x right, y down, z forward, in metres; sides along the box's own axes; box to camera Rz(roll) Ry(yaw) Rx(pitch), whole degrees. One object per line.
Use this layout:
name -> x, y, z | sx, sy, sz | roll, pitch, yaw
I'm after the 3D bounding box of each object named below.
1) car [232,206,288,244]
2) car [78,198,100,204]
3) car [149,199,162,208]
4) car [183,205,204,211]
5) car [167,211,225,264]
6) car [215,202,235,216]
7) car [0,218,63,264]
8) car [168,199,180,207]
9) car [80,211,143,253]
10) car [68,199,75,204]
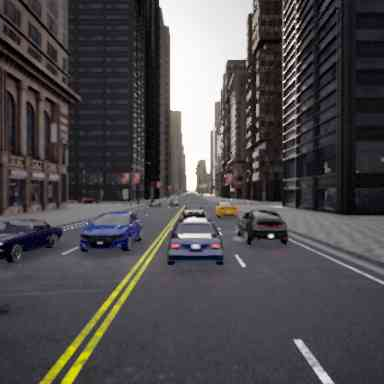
car -> 3.370, 1.641, 16.562 | 1.837, 1.490, 4.892 | 0, -1, 0
car -> -22.667, 1.975, 73.187 | 4.507, 1.381, 1.887 | 1, 0, 0
car -> -6.452, 1.957, 58.910 | 2.128, 1.511, 4.902 | 0, 0, 1
car -> 0.142, 1.847, 30.482 | 1.895, 1.301, 4.718 | 0, 0, 0
car -> 0.111, 1.646, 12.131 | 2.033, 1.411, 5.357 | 0, 0, 0
car -> 3.398, 1.749, 33.398 | 1.882, 1.535, 5.008 | 0, 0, 0
car -> -6.583, 1.696, 12.365 | 1.895, 1.301, 4.718 | 0, 0, 0
car -> -3.184, 1.995, 60.480 | 1.837, 1.490, 4.892 | 0, 0, 1
car -> -3.331, 1.593, 14.552 | 1.882, 1.535, 5.008 | 0, 0, 0
car -> -28.121, 1.907, 73.164 | 4.829, 1.417, 1.752 | 1, 0, 0
